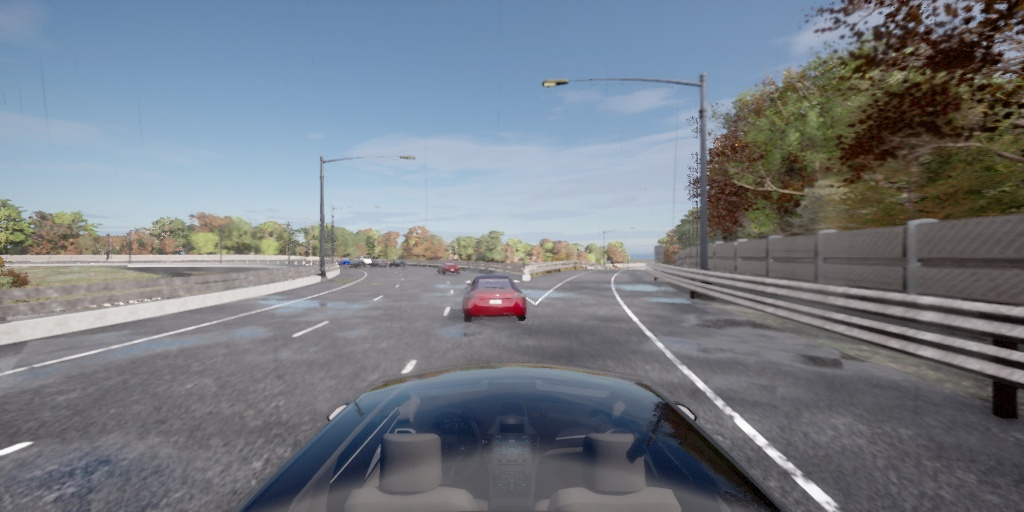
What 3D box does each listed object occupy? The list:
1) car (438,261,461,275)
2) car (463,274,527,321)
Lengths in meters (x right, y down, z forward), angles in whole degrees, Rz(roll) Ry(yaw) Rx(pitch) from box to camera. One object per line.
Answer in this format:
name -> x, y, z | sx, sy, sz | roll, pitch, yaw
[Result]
car -> -7.167, 1.329, 40.512 | 1.812, 1.442, 4.674 | 0, 0, -20
car -> -0.673, 1.322, 12.547 | 1.994, 1.385, 4.181 | 0, 0, -6
